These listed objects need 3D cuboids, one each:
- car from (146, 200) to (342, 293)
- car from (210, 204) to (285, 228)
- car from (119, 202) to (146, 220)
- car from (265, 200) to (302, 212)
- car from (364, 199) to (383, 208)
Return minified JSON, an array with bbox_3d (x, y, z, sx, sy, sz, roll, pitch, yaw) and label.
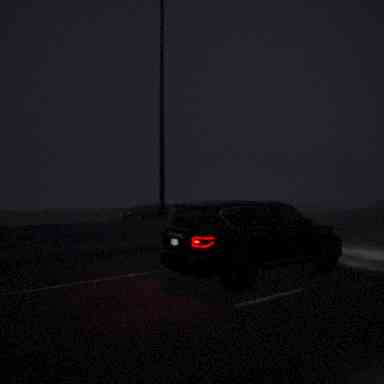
[{"bbox_3d":[1.794,1.250,9.219,5.566,2.045,2.150,0,0,-35],"label":"car"},{"bbox_3d":[4.046,1.619,23.742,5.357,1.411,2.033,0,0,-34],"label":"car"},{"bbox_3d":[-3.478,1.577,27.068,4.902,1.511,2.128,0,0,-34],"label":"car"},{"bbox_3d":[11.443,1.723,41.568,4.718,1.301,1.895,0,0,-34],"label":"car"},{"bbox_3d":[23.384,1.621,41.258,4.892,1.490,1.837,0,0,-34],"label":"car"}]
